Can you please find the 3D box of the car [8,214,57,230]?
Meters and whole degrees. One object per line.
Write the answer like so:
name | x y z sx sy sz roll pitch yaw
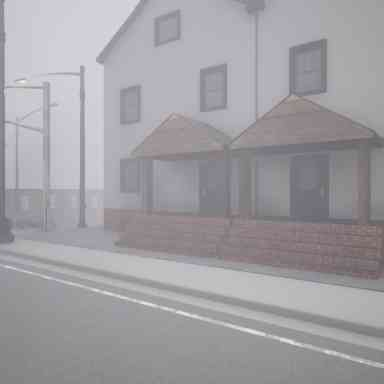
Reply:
car | -14.101 2.655 29.350 1.994 1.385 4.181 0 -9 36
